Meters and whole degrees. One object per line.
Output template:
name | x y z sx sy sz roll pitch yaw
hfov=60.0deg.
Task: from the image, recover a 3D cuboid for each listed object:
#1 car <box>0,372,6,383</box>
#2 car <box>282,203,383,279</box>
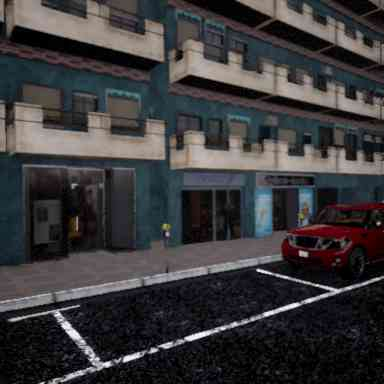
car | -3.605 1.233 0.809 5.566 2.045 2.150 0 0 -35
car | 4.942 1.281 10.096 5.009 1.841 2.192 0 0 -35
